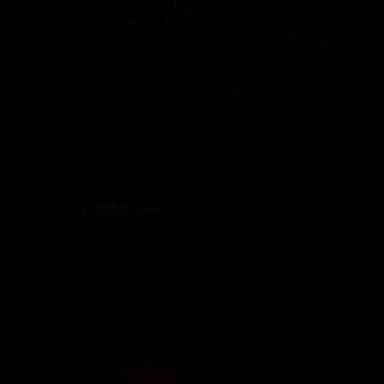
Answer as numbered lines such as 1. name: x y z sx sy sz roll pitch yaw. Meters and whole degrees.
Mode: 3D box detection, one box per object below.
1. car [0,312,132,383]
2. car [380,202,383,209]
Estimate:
1. car: -2.829 1.577 1.821 4.718 1.301 1.895 0 0 -35
2. car: 23.338 1.516 36.471 4.674 1.442 1.812 1 0 34
